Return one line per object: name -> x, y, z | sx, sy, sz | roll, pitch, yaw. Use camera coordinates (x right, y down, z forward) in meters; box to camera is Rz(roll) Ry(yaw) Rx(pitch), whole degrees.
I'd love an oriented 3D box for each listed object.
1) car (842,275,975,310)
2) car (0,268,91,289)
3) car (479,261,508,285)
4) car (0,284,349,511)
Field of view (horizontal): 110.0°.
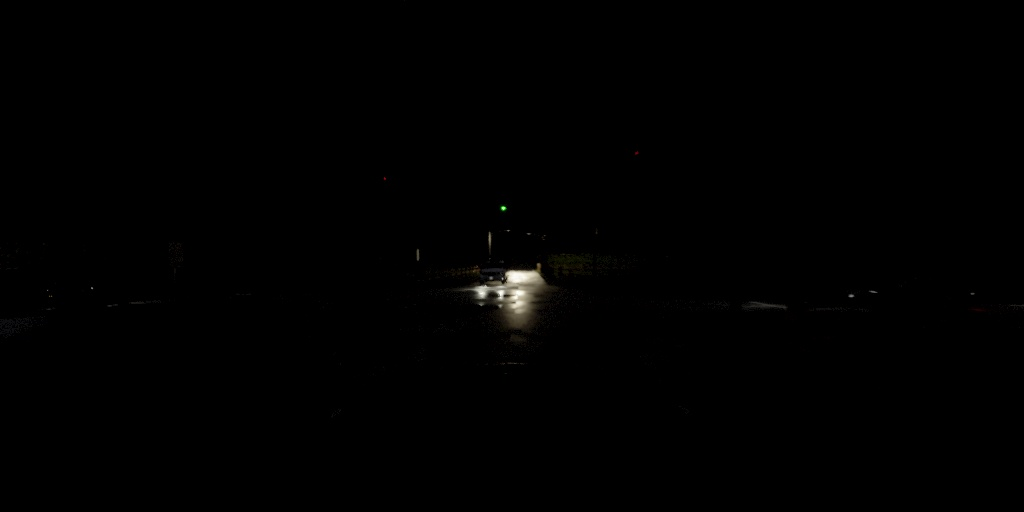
car -> 18.670, 1.672, 17.052 | 4.902, 1.511, 2.128 | 1, -1, 2
car -> -20.186, 1.249, 14.829 | 4.892, 1.490, 1.837 | 1, -1, 2
car -> -1.570, 1.434, 31.657 | 2.150, 2.045, 5.566 | -1, -1, 2
car -> -2.688, 1.124, 1.625 | 2.097, 1.767, 4.553 | -1, -1, 2
